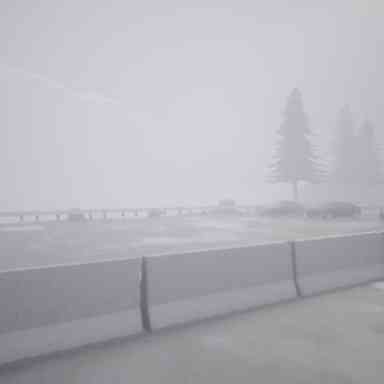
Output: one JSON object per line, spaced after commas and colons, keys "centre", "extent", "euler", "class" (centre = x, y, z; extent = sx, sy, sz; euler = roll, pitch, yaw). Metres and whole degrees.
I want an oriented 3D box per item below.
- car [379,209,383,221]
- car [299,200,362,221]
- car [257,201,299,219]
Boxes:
{"centre": [16.467, 1.476, 25.411], "extent": [4.902, 1.511, 2.128], "euler": [0, 0, -25], "class": "car"}
{"centre": [11.440, 1.450, 26.847], "extent": [5.008, 1.535, 1.882], "euler": [0, 0, -26], "class": "car"}
{"centre": [7.836, 1.489, 28.914], "extent": [4.674, 1.442, 1.812], "euler": [0, 0, -28], "class": "car"}
